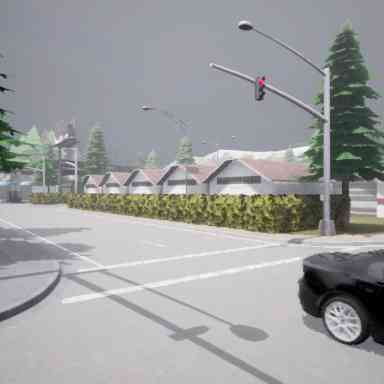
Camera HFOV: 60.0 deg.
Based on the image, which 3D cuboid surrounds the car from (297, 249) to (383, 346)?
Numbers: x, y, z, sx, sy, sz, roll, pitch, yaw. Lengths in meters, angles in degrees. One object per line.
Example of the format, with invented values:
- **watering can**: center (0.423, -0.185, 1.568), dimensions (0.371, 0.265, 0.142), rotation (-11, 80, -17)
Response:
- **car**: center (3.817, 1.534, 4.316), dimensions (1.882, 1.535, 5.008), rotation (0, 1, -37)
